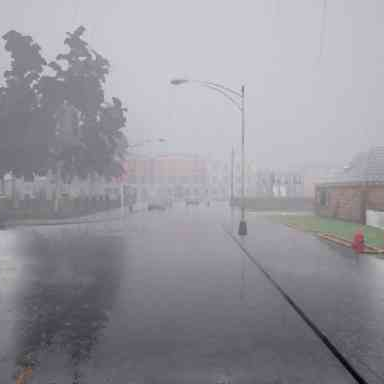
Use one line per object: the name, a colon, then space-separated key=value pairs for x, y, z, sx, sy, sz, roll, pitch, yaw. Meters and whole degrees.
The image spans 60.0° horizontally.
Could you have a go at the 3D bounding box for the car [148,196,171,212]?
car: x=-4.053 y=1.547 z=39.699 sx=2.033 sy=1.411 sz=5.357 roll=0 pitch=0 yaw=0

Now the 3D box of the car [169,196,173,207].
car: x=-4.008 y=1.352 z=49.847 sx=2.097 sy=1.767 sz=4.553 roll=0 pitch=0 yaw=1

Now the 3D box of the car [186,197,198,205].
car: x=0.051 y=1.564 z=58.281 sx=1.994 sy=1.385 sz=4.181 roll=0 pitch=0 yaw=-2
